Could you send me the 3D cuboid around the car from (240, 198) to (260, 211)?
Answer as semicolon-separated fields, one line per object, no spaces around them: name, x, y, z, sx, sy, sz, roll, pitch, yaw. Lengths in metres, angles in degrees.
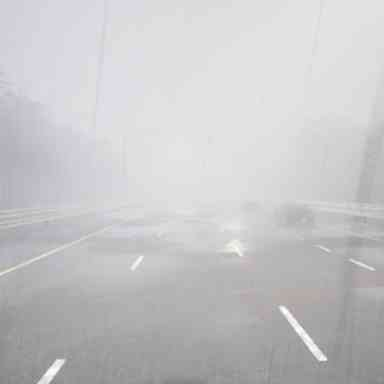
car;7.102;1.508;40.876;1.882;1.535;5.008;0;0;0

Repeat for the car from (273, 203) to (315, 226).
car;7.035;1.513;23.271;1.837;1.490;4.892;0;0;0

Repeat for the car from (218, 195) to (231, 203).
car;7.298;1.534;71.653;1.812;1.442;4.674;0;0;0

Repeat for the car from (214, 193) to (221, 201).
car;7.426;1.520;86.687;1.812;1.442;4.674;0;0;0
